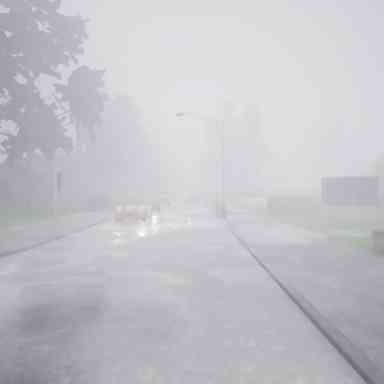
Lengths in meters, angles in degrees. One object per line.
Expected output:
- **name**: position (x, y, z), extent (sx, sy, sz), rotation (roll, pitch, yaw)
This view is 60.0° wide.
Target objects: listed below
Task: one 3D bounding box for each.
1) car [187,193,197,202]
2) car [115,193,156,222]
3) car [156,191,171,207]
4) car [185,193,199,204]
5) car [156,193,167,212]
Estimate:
- **car**: position (-0.021, 1.003, 59.523), extent (1.837, 1.490, 4.892), rotation (0, 0, 0)
- **car**: position (-4.101, 1.150, 23.894), extent (2.097, 1.767, 4.553), rotation (0, 0, 0)
- **car**: position (-4.016, 0.843, 44.807), extent (2.150, 2.045, 5.566), rotation (0, 0, 0)
- **car**: position (0.006, 1.097, 50.856), extent (1.812, 1.442, 4.674), rotation (0, 0, 0)
- **car**: position (-4.071, 1.202, 34.296), extent (2.128, 1.511, 4.902), rotation (0, 0, 0)
